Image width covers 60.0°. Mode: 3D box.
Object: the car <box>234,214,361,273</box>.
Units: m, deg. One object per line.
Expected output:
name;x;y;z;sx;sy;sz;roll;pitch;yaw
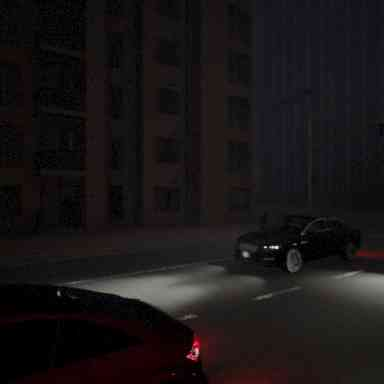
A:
car;3.514;1.489;10.727;4.902;1.511;2.128;0;0;-35

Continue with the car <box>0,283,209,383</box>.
car;-1.894;1.563;2.627;4.181;1.385;1.994;0;0;-35
